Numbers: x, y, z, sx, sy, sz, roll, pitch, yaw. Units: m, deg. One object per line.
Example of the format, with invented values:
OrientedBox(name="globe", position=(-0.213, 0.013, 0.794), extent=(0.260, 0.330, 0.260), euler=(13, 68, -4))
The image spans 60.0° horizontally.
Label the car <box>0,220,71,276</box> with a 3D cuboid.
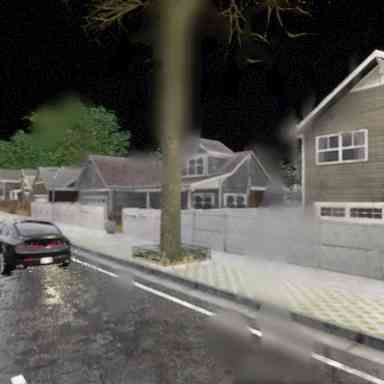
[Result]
OrientedBox(name="car", position=(-5.642, 1.695, 11.226), extent=(1.837, 1.490, 4.892), euler=(2, -2, -40))
